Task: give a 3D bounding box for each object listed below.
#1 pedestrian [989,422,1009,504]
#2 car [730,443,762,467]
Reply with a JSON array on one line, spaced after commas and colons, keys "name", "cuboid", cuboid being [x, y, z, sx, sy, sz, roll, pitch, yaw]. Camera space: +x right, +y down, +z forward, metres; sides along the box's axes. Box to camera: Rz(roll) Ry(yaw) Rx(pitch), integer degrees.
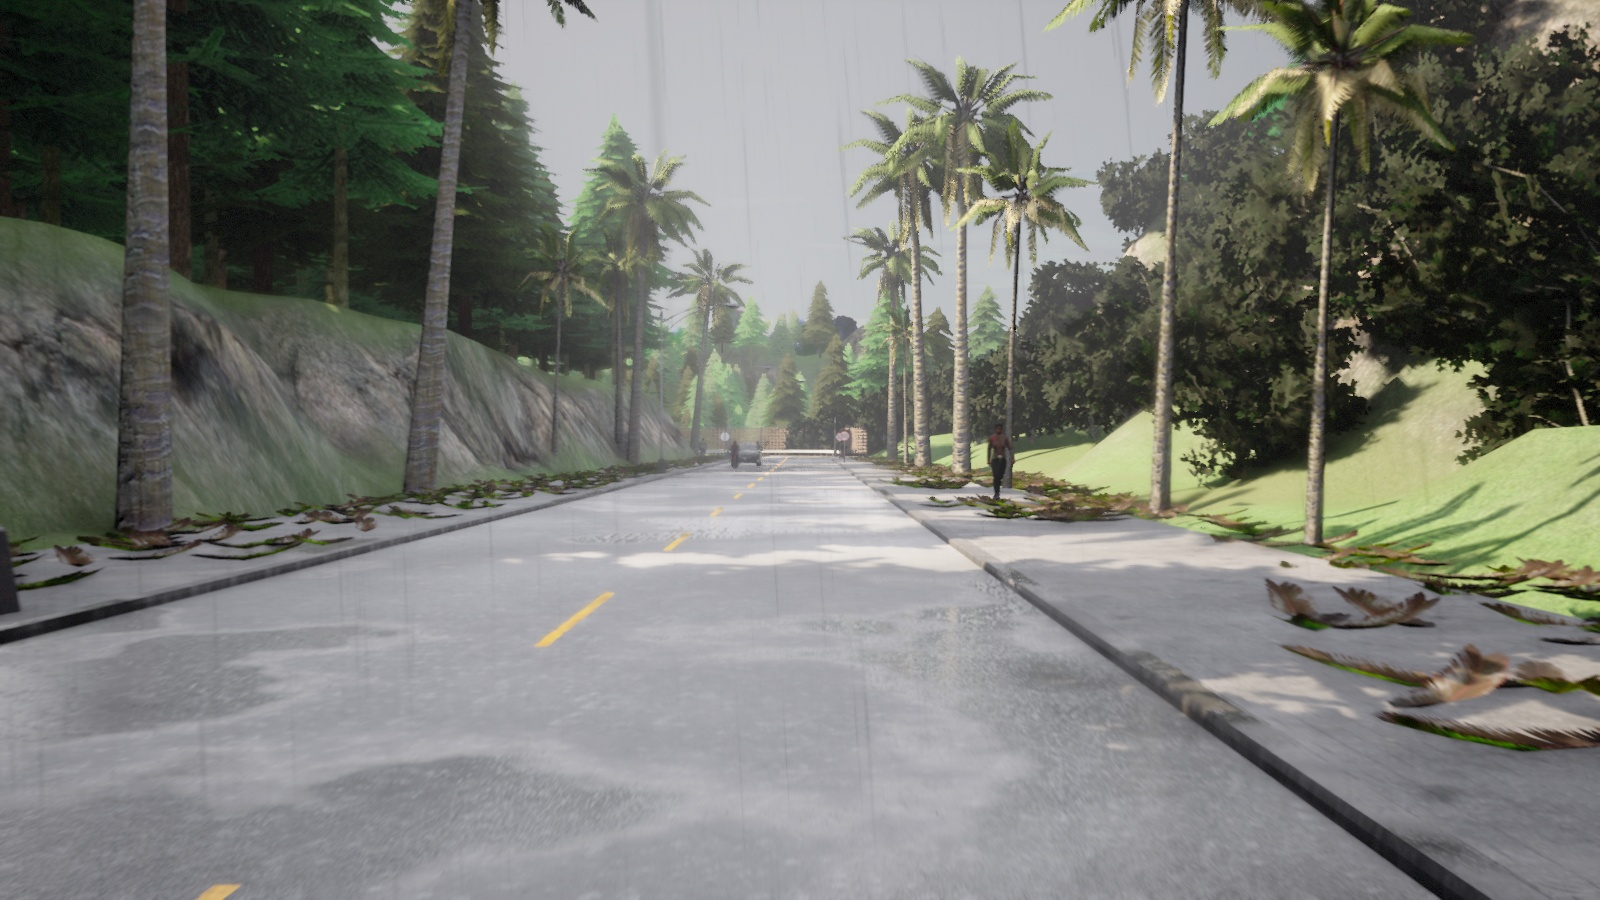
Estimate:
[{"name": "pedestrian", "cuboid": [4.470, 0.291, 28.265, 0.328, 1.805, 0.869, 0, 0, 1]}, {"name": "car", "cuboid": [-3.454, 0.292, 81.060, 1.837, 1.490, 4.892, 0, 0, 0]}]
